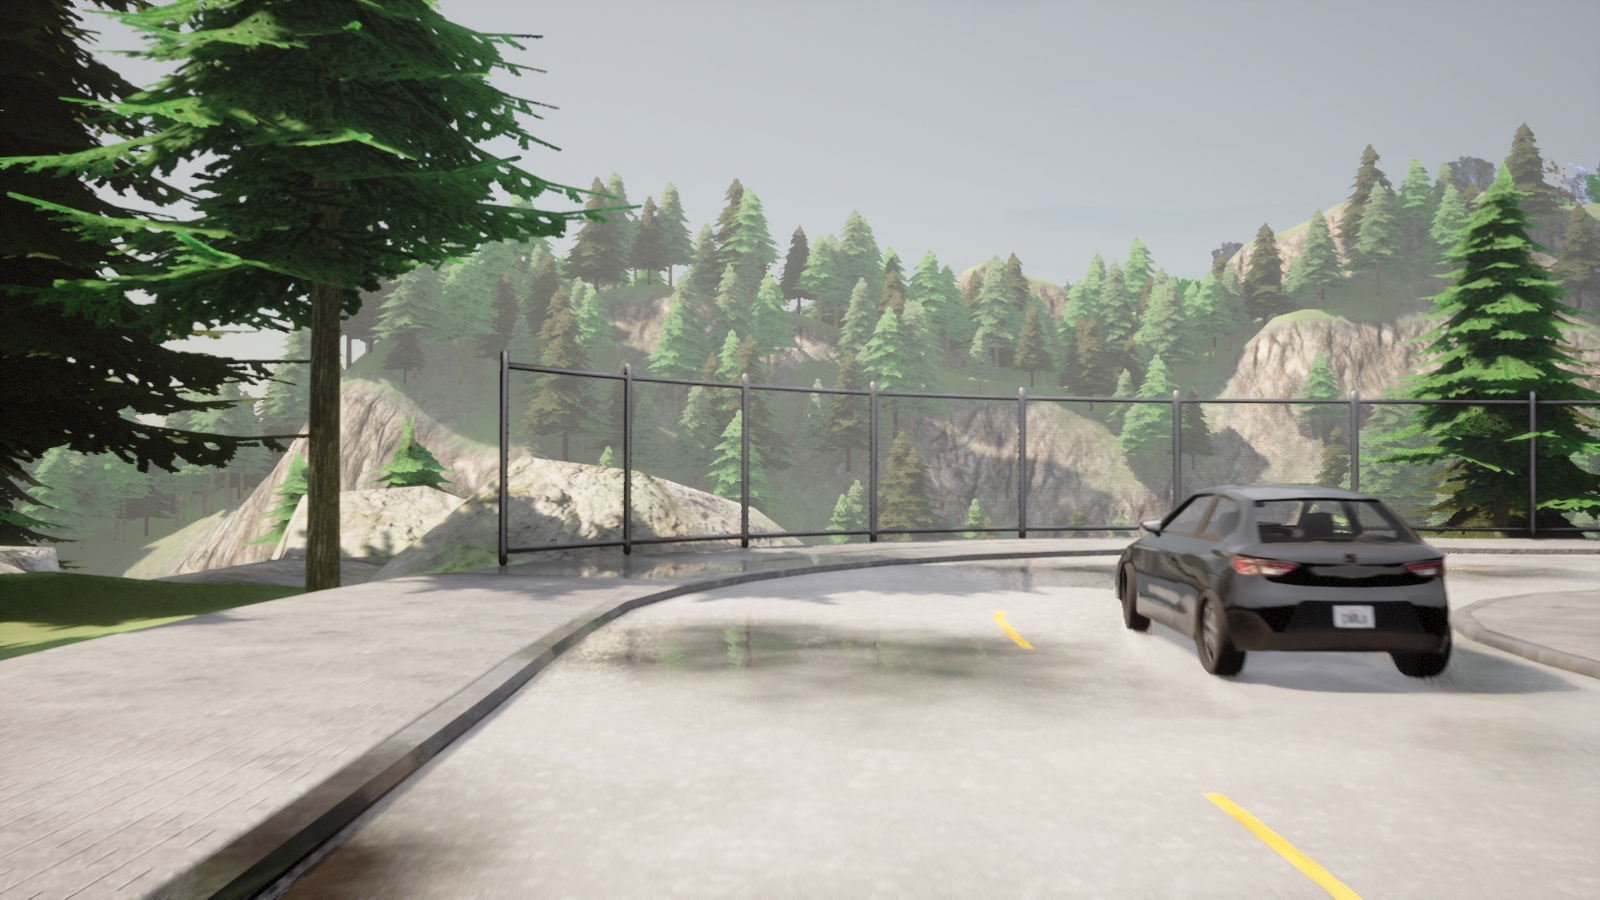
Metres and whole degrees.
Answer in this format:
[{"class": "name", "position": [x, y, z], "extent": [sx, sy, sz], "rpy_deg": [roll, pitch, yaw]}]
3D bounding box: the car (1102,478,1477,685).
[{"class": "car", "position": [4.047, 1.000, 11.201], "extent": [1.816, 1.474, 4.193], "rpy_deg": [0, -1, 2]}]
